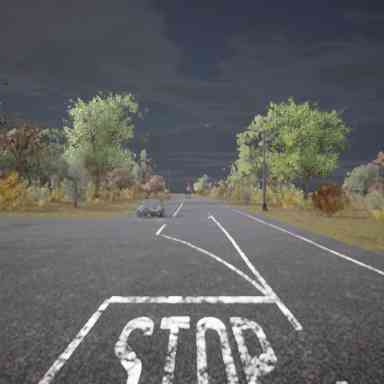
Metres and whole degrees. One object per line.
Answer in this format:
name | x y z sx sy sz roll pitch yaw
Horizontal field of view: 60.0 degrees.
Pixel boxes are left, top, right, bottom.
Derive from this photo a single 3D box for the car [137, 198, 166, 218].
car | -3.450 1.336 28.918 2.097 1.767 4.553 1 -1 0
